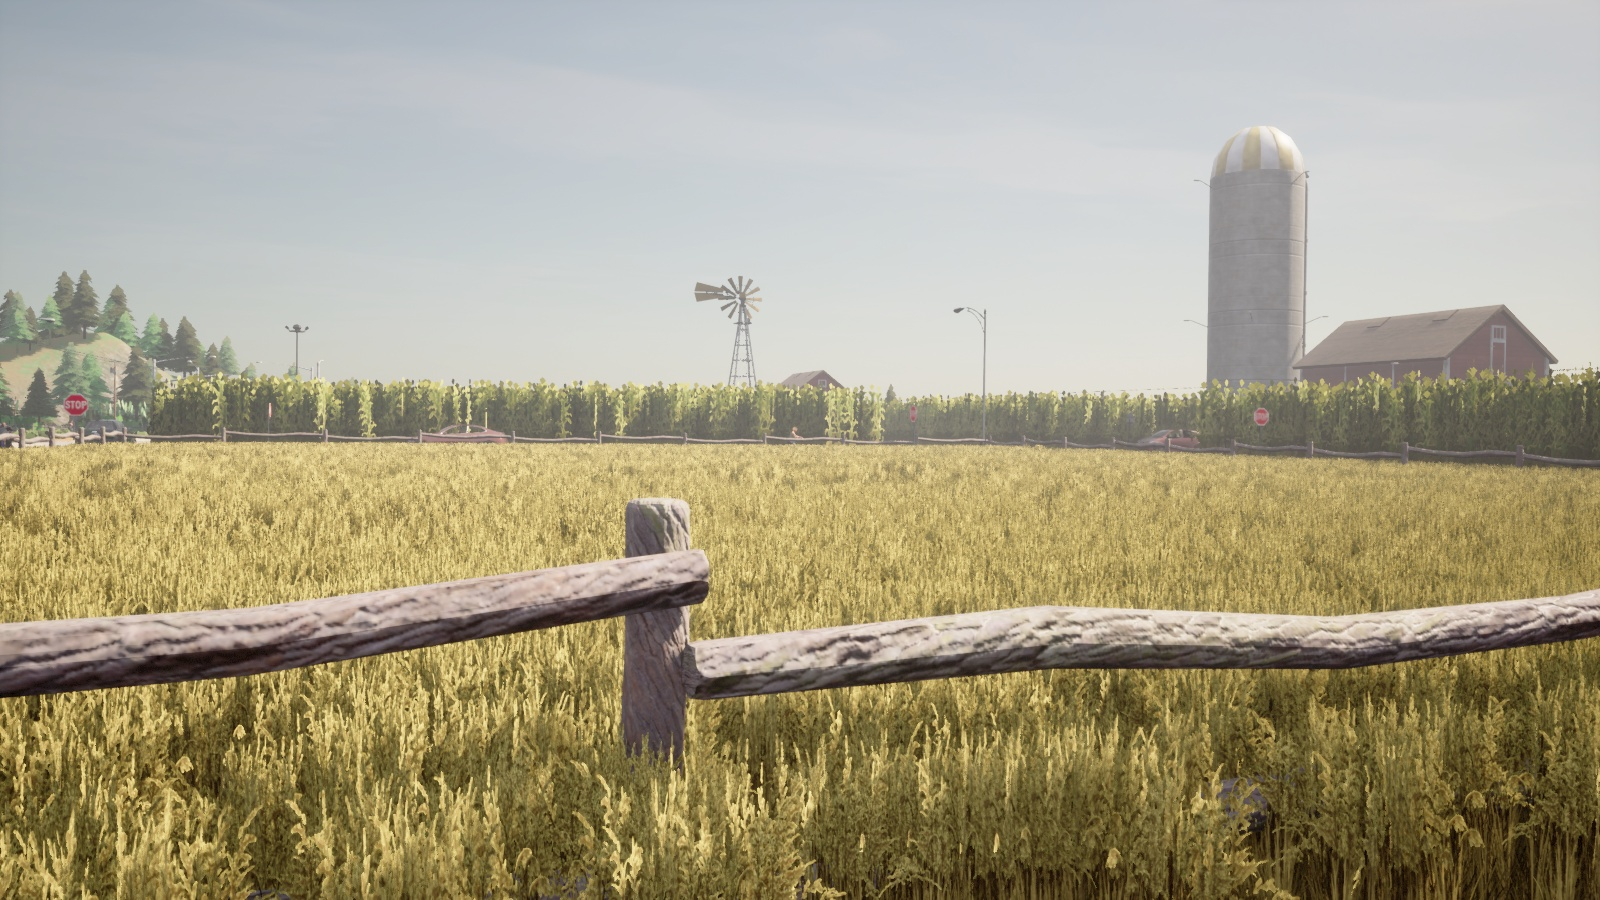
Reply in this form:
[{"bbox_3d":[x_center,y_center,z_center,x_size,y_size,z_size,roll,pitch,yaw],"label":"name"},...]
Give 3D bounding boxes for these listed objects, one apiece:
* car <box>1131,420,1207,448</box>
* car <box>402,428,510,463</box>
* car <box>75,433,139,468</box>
[{"bbox_3d":[21.803,-0.967,74.214,3.988,1.617,1.851,-1,1,-17],"label":"car"},{"bbox_3d":[-16.993,-0.251,62.022,5.027,1.651,2.152,-1,1,-18],"label":"car"},{"bbox_3d":[-36.749,-0.030,66.677,2.097,1.767,4.553,-1,1,-18],"label":"car"}]
